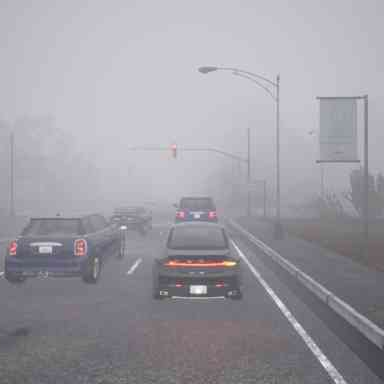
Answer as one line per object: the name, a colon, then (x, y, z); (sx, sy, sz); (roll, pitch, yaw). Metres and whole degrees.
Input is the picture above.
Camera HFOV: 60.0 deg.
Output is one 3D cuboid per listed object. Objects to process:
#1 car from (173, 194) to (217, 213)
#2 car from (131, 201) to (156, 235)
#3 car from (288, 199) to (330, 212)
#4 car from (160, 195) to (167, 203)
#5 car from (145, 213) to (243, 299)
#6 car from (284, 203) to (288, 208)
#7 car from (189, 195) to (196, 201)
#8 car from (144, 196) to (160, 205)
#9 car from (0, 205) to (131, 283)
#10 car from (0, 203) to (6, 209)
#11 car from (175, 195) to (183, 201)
car: (0.163, 1.221, 18.248); (2.150, 2.045, 5.566); (0, 0, -2)
car: (-3.360, 1.505, 18.774); (1.837, 1.490, 4.892); (0, 0, 0)
car: (14.136, 1.505, 38.667); (4.892, 1.490, 1.837); (0, 0, 3)
car: (-6.855, 1.547, 68.666); (2.033, 1.411, 5.357); (0, 0, 0)
car: (0.118, 1.505, 8.400); (1.837, 1.490, 4.892); (0, 0, 0)
car: (14.545, 1.547, 42.150); (5.357, 1.411, 2.033); (0, 0, 3)
car: (0.187, 1.471, 85.950); (1.882, 1.535, 5.008); (0, 0, 0)
car: (-6.964, 1.526, 55.740); (1.812, 1.442, 4.674); (0, 0, 0)
car: (-3.379, 1.352, 9.815); (2.097, 1.767, 4.553); (0, 0, 0)
car: (-23.390, 1.492, 37.165); (4.902, 1.511, 2.128); (0, 0, 3)
car: (-3.312, 1.471, 85.958); (1.882, 1.535, 5.008); (0, 0, 0)
